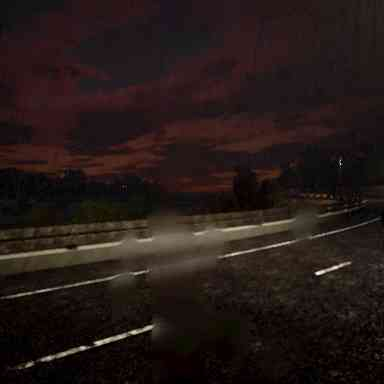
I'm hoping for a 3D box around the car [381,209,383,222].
[{"bbox_3d":[14.878,1.377,23.666,1.994,1.385,4.181,-1,0,39],"label":"car"}]
